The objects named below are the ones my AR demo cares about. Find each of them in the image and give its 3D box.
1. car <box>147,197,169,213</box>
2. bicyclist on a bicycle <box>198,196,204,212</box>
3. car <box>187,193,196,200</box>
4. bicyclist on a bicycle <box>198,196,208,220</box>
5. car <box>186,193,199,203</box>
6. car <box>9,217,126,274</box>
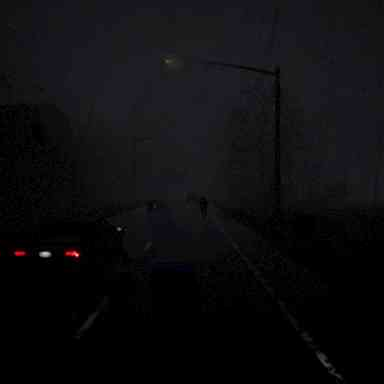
[{"bbox_3d":[-3.431,1.273,34.284,2.128,1.511,4.902,0,0,0],"label":"car"},{"bbox_3d":[0.938,1.233,34.448,0.582,1.620,1.656,0,0,0],"label":"bicyclist on a bicycle"},{"bbox_3d":[-0.060,1.034,73.884,1.837,1.490,4.892,0,0,0],"label":"car"},{"bbox_3d":[0.946,1.207,25.651,0.659,1.776,1.843,0,1,0],"label":"bicyclist on a bicycle"},{"bbox_3d":[0.049,0.994,56.509,2.097,1.767,4.553,0,0,0],"label":"car"},{"bbox_3d":[-3.408,1.481,10.226,2.033,1.411,5.357,0,0,0],"label":"car"}]
